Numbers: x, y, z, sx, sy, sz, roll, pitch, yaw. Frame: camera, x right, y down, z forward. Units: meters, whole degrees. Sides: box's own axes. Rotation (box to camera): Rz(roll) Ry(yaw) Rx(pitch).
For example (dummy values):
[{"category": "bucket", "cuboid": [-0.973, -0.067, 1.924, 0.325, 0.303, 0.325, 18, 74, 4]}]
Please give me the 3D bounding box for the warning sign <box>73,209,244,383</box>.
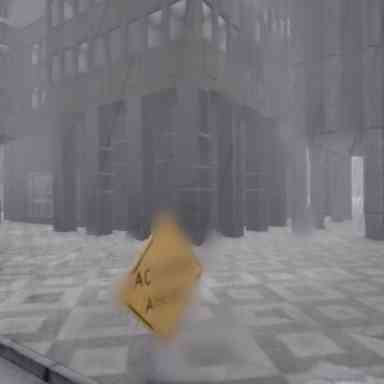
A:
[{"category": "warning sign", "cuboid": [-0.274, 1.135, 3.263, 1.060, 1.860, 1.300, -1, 0, 36]}]
